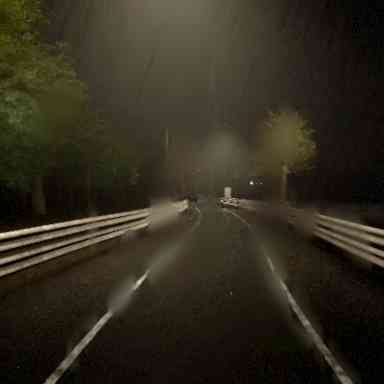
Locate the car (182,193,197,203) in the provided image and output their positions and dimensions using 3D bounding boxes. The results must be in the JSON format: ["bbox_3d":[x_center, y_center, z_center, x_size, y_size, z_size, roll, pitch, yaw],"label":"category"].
[{"bbox_3d":[-0.541,1.201,68.240,2.150,2.045,5.566,0,0,-13],"label":"car"}]
